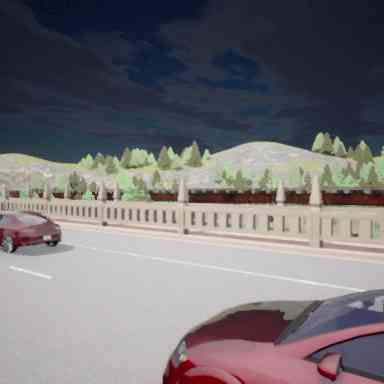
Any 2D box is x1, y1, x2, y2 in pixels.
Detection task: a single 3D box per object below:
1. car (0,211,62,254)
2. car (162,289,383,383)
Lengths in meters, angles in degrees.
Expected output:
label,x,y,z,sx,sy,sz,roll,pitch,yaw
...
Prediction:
label,x,y,z,sx,sy,sz,roll,pitch,yaw
car,-7.101,1.485,13.365,4.674,1.442,1.812,0,0,36
car,1.767,1.564,2.732,4.181,1.385,1.994,0,0,36
